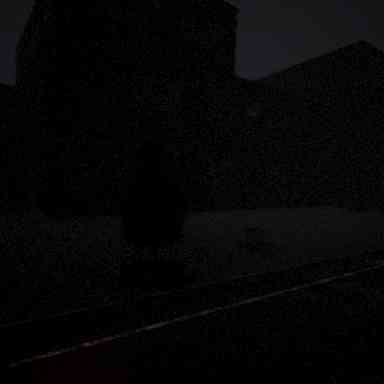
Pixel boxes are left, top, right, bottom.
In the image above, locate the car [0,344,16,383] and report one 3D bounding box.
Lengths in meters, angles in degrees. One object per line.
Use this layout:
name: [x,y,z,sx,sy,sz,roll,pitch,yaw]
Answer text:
car: [-3.442,1.526,1.517,4.674,1.442,1.812,0,0,-36]
